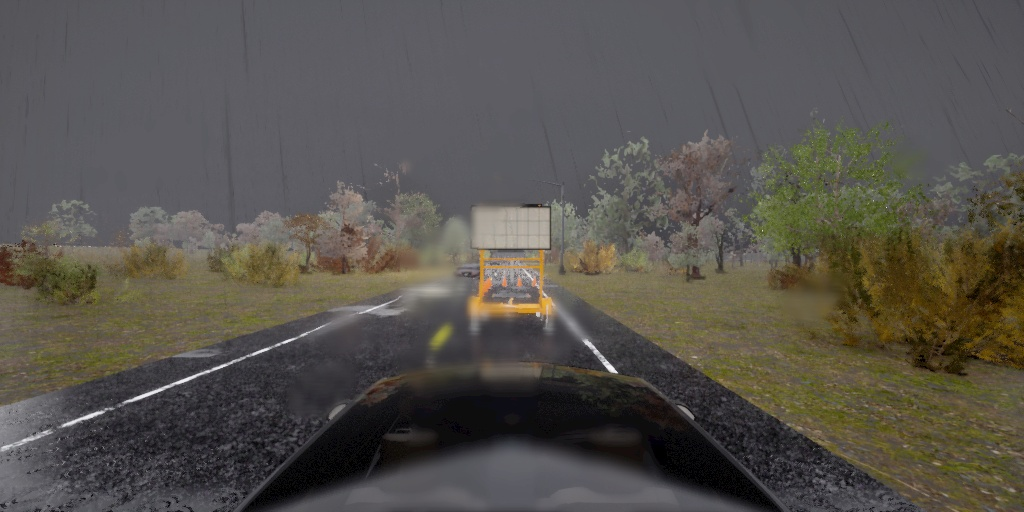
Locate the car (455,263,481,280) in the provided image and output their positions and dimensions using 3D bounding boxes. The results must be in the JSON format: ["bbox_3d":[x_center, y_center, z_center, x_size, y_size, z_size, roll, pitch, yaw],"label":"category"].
[{"bbox_3d":[-3.611,1.313,30.776,1.994,1.385,4.181,0,0,0],"label":"car"}]

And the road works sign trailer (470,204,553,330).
[{"bbox_3d":[-0.003,0.214,11.055,2.380,3.560,2.880,0,0,0],"label":"road works sign trailer"}]
